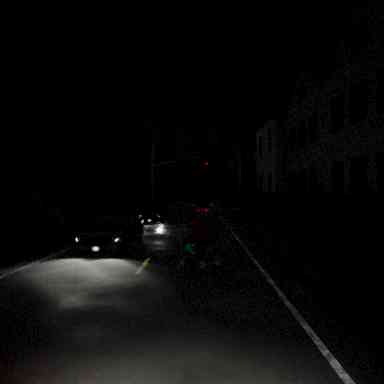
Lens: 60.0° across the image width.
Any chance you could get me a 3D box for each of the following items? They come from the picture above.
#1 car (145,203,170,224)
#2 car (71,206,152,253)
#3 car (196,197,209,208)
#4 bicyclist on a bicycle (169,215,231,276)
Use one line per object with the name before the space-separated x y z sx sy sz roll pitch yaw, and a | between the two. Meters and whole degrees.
car | -2.789 1.545 25.230 2.033 1.411 5.357 0 0 2
car | -3.212 1.546 13.954 2.033 1.411 5.357 0 0 1
car | 1.503 1.487 47.571 2.128 1.511 4.902 0 0 2
bicyclist on a bicycle | 0.198 1.446 8.904 1.656 1.620 0.582 -2 0 2
